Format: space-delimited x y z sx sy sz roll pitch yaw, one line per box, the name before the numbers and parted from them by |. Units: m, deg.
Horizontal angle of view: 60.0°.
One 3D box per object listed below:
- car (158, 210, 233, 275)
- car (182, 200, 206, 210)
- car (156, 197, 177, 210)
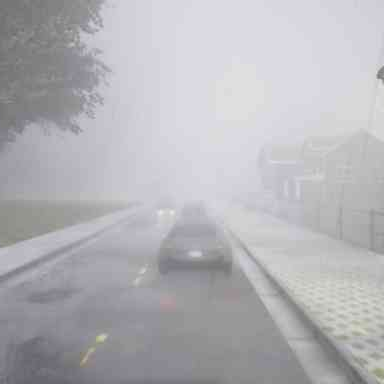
car | 0.109 1.464 10.106 1.994 1.385 4.181 0 1 1
car | 0.194 1.339 27.568 1.895 1.301 4.718 0 1 0
car | -2.691 1.226 36.051 1.994 1.385 4.181 0 1 0
